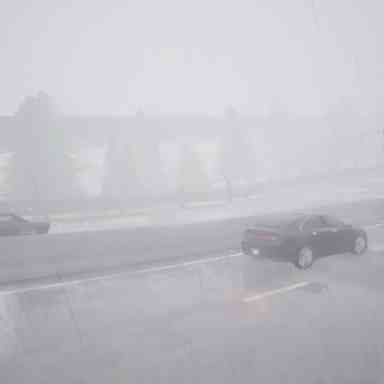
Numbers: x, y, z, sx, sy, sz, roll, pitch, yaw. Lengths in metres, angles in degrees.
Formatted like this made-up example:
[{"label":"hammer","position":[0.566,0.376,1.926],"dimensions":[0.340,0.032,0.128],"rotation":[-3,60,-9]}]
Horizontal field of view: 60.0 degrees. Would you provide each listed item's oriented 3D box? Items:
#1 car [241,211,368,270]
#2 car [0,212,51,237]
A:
[{"label":"car","position":[3.753,1.378,10.724],"dimensions":[4.892,1.490,1.837],"rotation":[-1,1,-35]},{"label":"car","position":[-8.973,1.595,14.763],"dimensions":[4.718,1.301,1.895],"rotation":[0,0,-35]}]
